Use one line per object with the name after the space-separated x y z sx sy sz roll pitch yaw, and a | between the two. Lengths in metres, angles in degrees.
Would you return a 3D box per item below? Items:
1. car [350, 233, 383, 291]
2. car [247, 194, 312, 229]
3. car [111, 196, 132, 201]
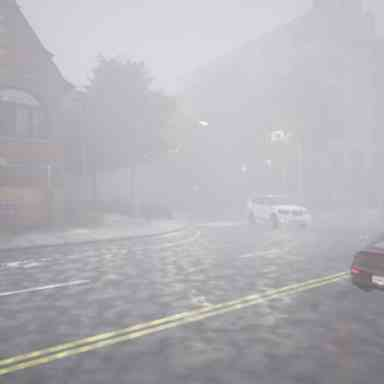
5.464 1.510 7.644 4.674 1.442 1.812 0 0 -35 | car
5.486 1.198 21.825 2.150 2.045 5.566 1 0 -14 | car
-9.302 1.345 44.749 2.097 1.767 4.553 0 0 -35 | car
